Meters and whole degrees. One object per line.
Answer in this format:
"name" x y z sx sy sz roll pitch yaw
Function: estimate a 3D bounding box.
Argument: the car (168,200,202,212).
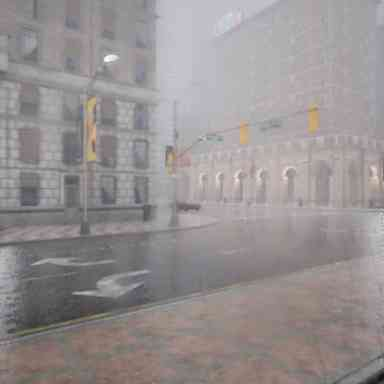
"car" -0.887 1.654 40.368 1.895 1.301 4.718 0 0 -36

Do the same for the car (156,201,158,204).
"car" -6.803 1.406 48.637 2.097 1.767 4.553 0 0 -35
